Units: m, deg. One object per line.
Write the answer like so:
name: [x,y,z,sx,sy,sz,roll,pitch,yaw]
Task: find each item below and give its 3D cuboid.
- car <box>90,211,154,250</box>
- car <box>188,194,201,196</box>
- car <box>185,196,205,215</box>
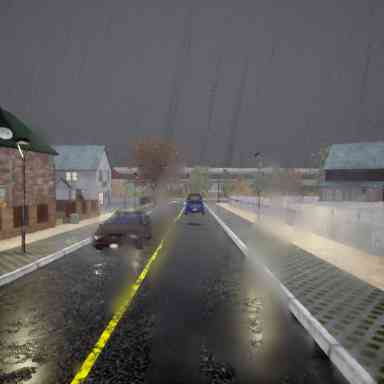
car: [-2.767,1.541,14.511,2.033,1.411,5.357,0,0,0]
car: [0.350,1.221,44.259,2.150,2.045,5.566,0,0,0]
car: [0.292,1.469,33.725,1.882,1.535,5.008,0,0,0]
